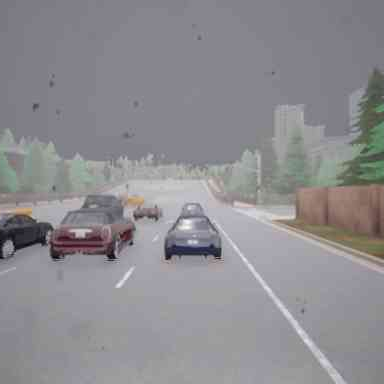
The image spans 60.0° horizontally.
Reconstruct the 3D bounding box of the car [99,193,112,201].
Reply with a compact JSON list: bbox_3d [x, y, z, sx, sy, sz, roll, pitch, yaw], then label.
[{"bbox_3d":[-21.061,1.192,81.232,2.097,1.767,4.553,0,1,0],"label":"car"}]

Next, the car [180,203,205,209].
[{"bbox_3d":[0.029,1.545,25.421,2.033,1.411,5.357,0,0,1],"label":"car"}]

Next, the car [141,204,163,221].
[{"bbox_3d":[-3.455,1.599,26.969,1.895,1.301,4.718,0,0,1],"label":"car"}]

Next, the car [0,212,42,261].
[{"bbox_3d":[-6.958,1.477,12.381,1.882,1.535,5.008,0,0,1],"label":"car"}]

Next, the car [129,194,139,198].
[{"bbox_3d":[-14.061,1.337,81.243,1.837,1.490,4.892,0,1,0],"label":"car"}]

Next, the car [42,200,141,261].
[{"bbox_3d":[-3.456,1.351,12.477,2.097,1.767,4.553,0,0,1],"label":"car"}]

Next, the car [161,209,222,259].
[{"bbox_3d":[0.046,1.563,12.623,1.994,1.385,4.181,0,0,0],"label":"car"}]

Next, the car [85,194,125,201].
[{"bbox_3d":[-6.962,1.221,26.439,2.150,2.045,5.566,0,0,1],"label":"car"}]

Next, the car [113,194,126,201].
[{"bbox_3d":[-17.561,1.377,81.225,2.033,1.411,5.357,0,1,0],"label":"car"}]
